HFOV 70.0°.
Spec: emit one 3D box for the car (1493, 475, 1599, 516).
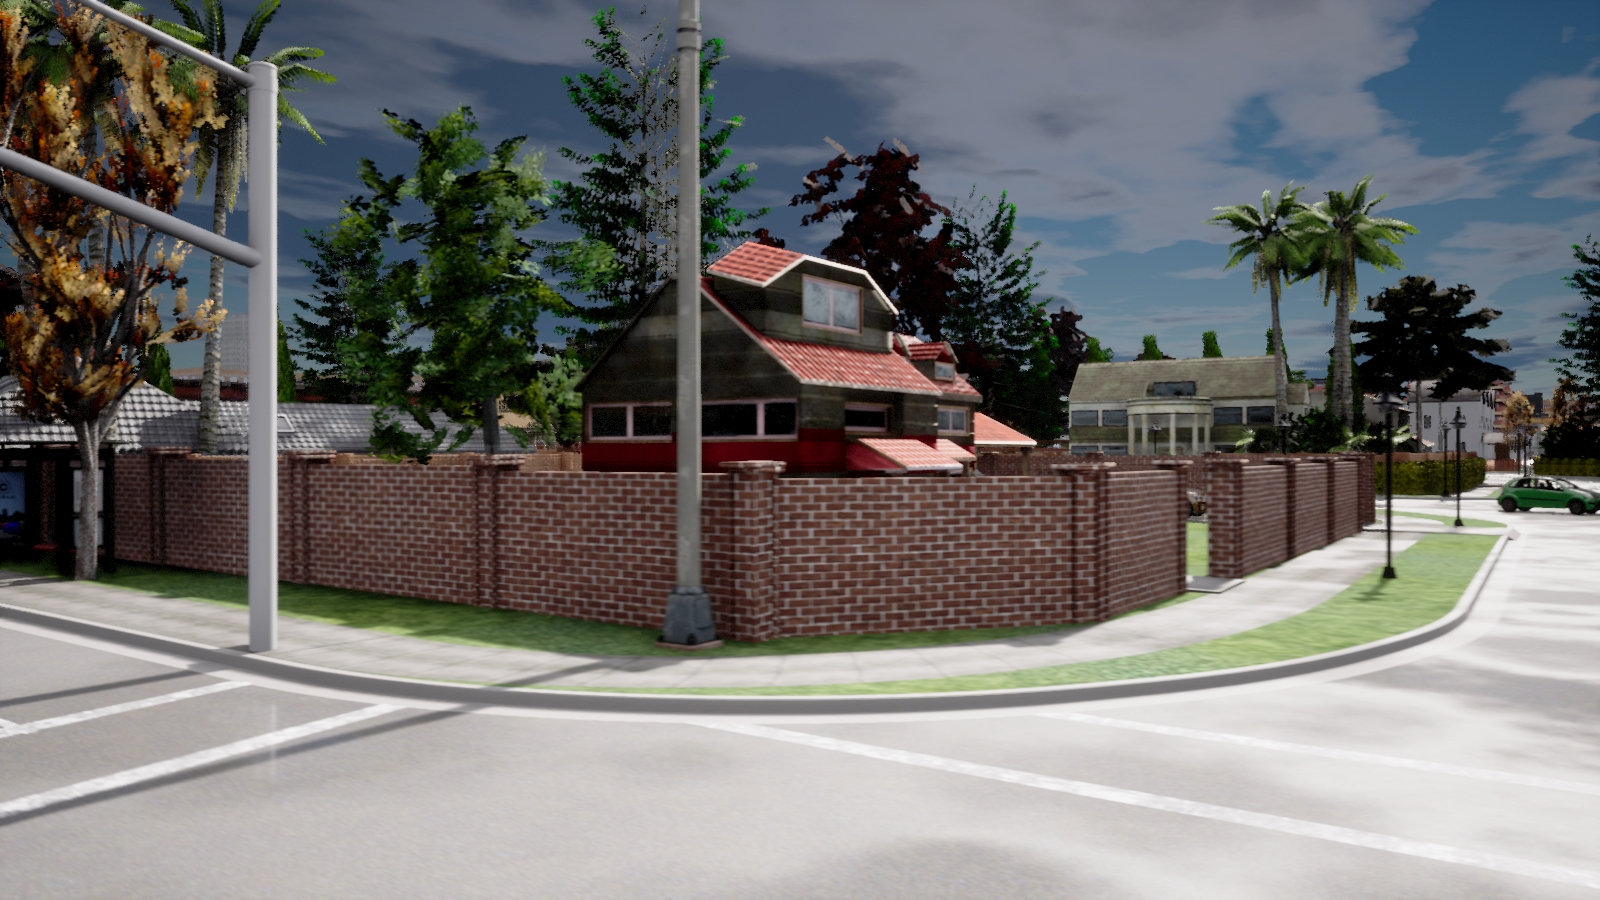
[{"bbox_3d":[33.439,1.986,50.849,1.851,1.617,3.988,0,0,-35],"label":"car"}]
